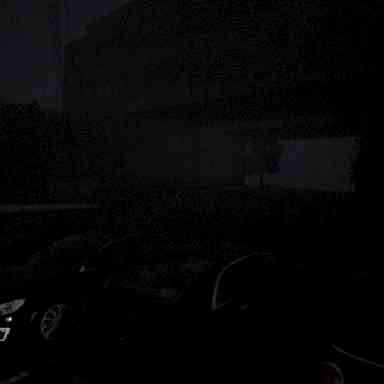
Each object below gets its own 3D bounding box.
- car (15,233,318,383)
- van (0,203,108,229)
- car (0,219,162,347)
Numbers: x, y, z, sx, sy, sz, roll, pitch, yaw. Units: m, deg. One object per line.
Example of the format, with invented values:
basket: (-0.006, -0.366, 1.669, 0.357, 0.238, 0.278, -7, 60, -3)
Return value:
car: (0.428, 1.490, 4.968, 2.231, 1.521, 4.892, 0, 0, 35)
van: (-4.186, 1.285, 8.123, 1.878, 1.987, 4.442, 0, 0, 36)
car: (-1.840, 1.501, 6.601, 2.231, 1.521, 4.892, 0, 0, 36)
